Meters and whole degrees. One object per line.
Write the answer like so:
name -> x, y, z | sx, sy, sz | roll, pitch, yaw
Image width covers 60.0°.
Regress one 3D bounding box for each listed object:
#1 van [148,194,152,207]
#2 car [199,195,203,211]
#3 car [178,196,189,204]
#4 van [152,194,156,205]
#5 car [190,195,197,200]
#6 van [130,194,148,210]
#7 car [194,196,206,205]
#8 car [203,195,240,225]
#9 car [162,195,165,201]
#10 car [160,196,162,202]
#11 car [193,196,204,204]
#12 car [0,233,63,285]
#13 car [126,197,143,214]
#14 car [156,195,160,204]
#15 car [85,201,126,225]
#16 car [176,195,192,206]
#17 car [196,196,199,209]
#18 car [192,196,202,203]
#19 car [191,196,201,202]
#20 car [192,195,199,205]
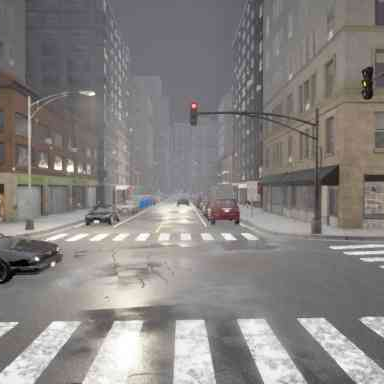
van -> -6.917, 1.342, 46.235 | 1.690, 1.788, 3.998 | -1, 0, -2
car -> 2.066, 1.319, 29.717 | 2.192, 1.841, 5.009 | -1, 0, -2
car -> -1.719, 1.541, 63.897 | 2.033, 1.411, 5.357 | 0, 0, -2
van -> -7.070, 1.340, 51.819 | 1.690, 1.788, 3.998 | -1, 0, -2
car -> 0.400, 1.525, 91.139 | 2.008, 1.369, 4.403 | -1, 0, -2
van -> -6.764, 1.344, 40.651 | 1.690, 1.788, 3.998 | -1, 0, -2
car -> 1.305, 1.522, 57.806 | 1.752, 1.417, 4.829 | -1, 0, -2
car -> 2.217, 1.318, 24.133 | 2.192, 1.841, 5.009 | -1, 0, -2
car -> -7.680, 1.428, 74.153 | 1.967, 1.590, 4.097 | -1, 0, -2
car -> -7.374, 1.434, 62.986 | 1.967, 1.590, 4.097 | -1, 0, -2
car -> 1.158, 1.560, 63.220 | 1.947, 1.339, 4.313 | -1, 0, -2
car -> -6.412, 1.581, 8.885 | 5.357, 1.411, 2.033 | 0, 0, -2
car -> -6.604, 1.529, 34.898 | 1.752, 1.417, 4.829 | -1, 0, -2
car -> -7.223, 1.312, 57.403 | 2.192, 1.841, 5.009 | -1, 0, -2
car -> -6.302, 1.569, 23.900 | 1.947, 1.339, 4.313 | -1, 0, -2
car -> -1.434, 1.504, 53.479 | 1.837, 1.490, 4.892 | 0, 0, -2
car -> 1.760, 1.528, 41.054 | 1.752, 1.417, 4.829 | -1, 0, -2
car -> 1.007, 1.557, 68.804 | 1.947, 1.339, 4.313 | -1, 0, -2
car -> 0.855, 1.538, 74.387 | 2.008, 1.369, 4.403 | -1, 0, -2
car -> 1.611, 1.316, 46.468 | 2.192, 1.841, 5.009 | -1, 0, -2
